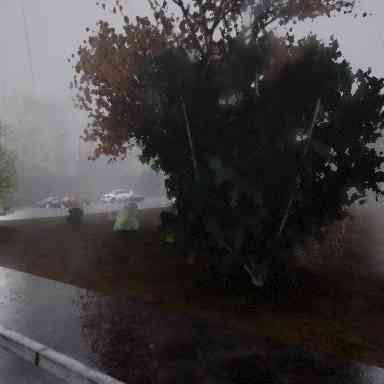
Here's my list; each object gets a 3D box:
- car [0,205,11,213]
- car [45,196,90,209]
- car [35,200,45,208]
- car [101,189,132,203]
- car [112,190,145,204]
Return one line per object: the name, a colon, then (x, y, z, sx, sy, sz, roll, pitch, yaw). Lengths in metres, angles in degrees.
car: (-21.710, 1.646, 34.668, 1.895, 1.301, 4.718, 0, 1, 39)
car: (-15.498, 1.306, 42.403, 1.882, 1.535, 5.008, 0, 2, 39)
car: (-18.355, 1.350, 44.435, 1.837, 1.490, 4.892, 0, 2, 39)
car: (-11.723, 0.658, 52.674, 2.150, 2.045, 5.566, 0, 3, 39)
car: (-9.172, 0.964, 50.270, 1.812, 1.442, 4.674, 0, 3, 39)
